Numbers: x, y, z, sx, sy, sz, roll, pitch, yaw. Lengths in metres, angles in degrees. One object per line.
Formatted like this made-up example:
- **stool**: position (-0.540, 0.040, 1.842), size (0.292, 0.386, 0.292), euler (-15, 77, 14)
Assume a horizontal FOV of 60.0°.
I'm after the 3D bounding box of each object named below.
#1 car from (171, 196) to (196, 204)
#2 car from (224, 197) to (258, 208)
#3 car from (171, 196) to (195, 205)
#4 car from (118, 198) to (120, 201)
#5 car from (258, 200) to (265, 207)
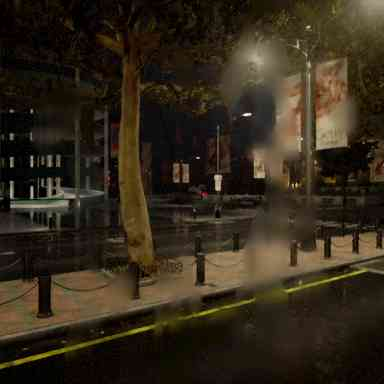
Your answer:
- **car**: position (-1.701, 1.546, 65.639), size (2.033, 1.411, 5.357), euler (0, 0, -39)
- **car**: position (6.769, 1.600, 47.875), size (1.895, 1.301, 4.718), euler (0, 0, -35)
- **car**: position (-1.822, 1.546, 60.011), size (2.033, 1.411, 5.357), euler (0, 0, -36)
- **car**: position (-13.353, 1.539, 71.042), size (5.357, 1.411, 2.033), euler (0, 0, 30)
- **car**: position (8.855, 1.546, 51.002), size (2.033, 1.411, 5.357), euler (0, 0, -35)
